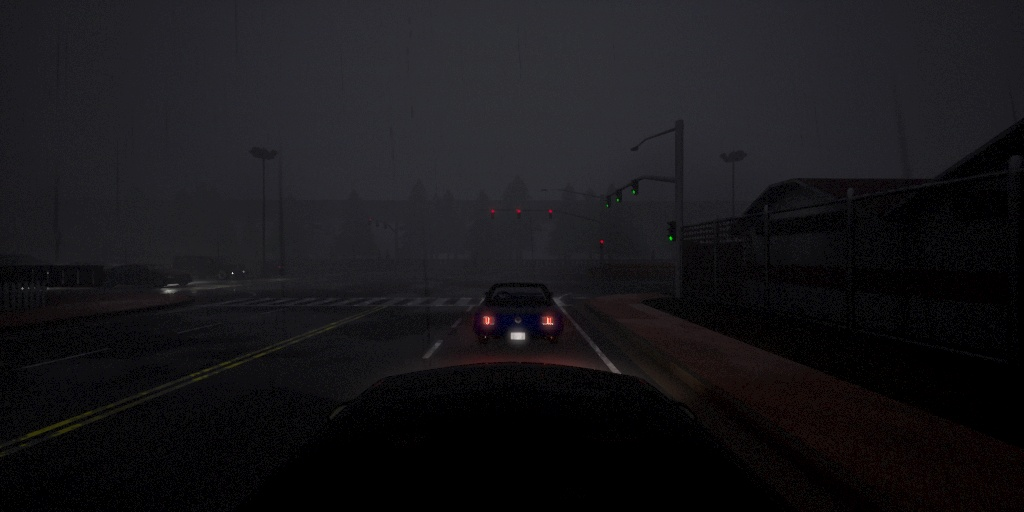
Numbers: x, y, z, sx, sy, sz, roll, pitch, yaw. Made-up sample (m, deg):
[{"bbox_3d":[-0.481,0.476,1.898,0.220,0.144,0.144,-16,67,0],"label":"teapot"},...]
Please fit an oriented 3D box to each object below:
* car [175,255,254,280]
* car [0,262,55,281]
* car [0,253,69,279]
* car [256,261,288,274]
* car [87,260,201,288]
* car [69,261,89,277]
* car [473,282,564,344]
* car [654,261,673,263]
[{"bbox_3d":[-25.380,0.965,30.172,5.566,2.045,2.150,0,0,-1],"label":"car"},{"bbox_3d":[-32.950,1.272,23.047,4.181,1.385,1.994,1,0,-1],"label":"car"},{"bbox_3d":[-37.153,0.819,26.480,5.566,2.045,2.150,2,0,-1],"label":"car"},{"bbox_3d":[-28.559,1.288,40.818,5.357,1.411,2.033,0,0,-1],"label":"car"},{"bbox_3d":[-23.663,1.226,23.199,5.008,1.535,1.882,0,0,-1],"label":"car"},{"bbox_3d":[-35.116,1.190,30.016,4.674,1.442,1.812,1,0,-1],"label":"car"},{"bbox_3d":[0.191,1.351,9.556,1.895,1.301,4.718,0,0,2],"label":"car"},{"bbox_3d":[17.192,1.276,41.574,4.674,1.442,1.812,0,0,-1],"label":"car"}]
